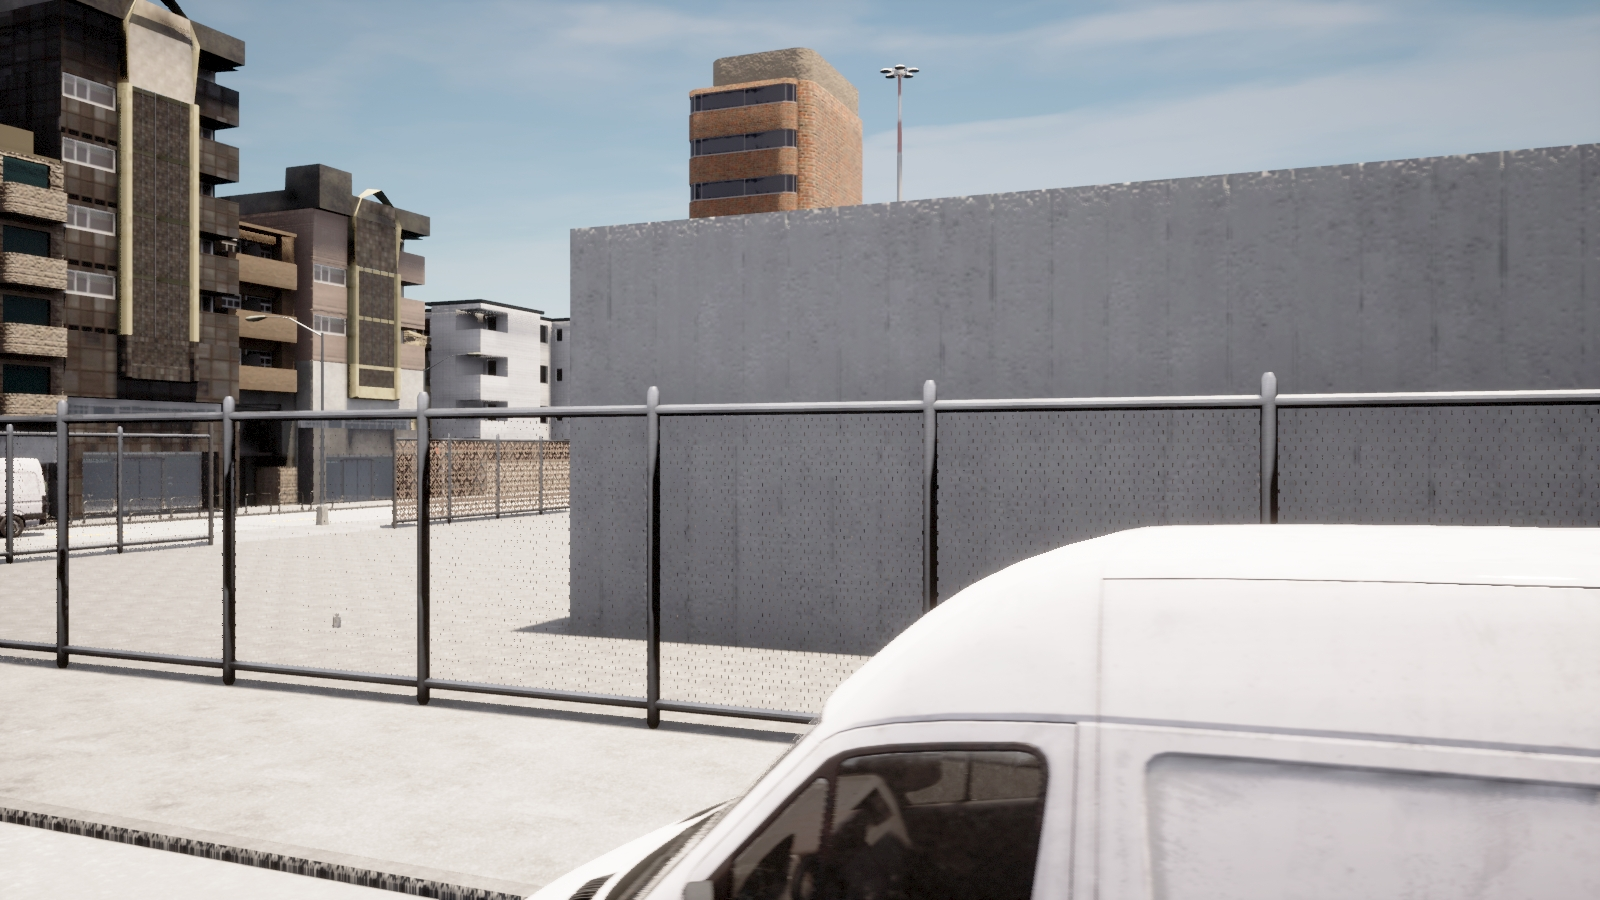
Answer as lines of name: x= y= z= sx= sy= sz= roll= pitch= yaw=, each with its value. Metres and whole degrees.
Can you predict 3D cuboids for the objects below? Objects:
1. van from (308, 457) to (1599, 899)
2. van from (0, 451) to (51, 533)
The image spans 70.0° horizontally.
van: x=1.567 y=1.314 z=3.429 sx=5.915 sy=2.561 sz=1.988 roll=0 pitch=0 yaw=22
van: x=-26.517 y=1.314 z=35.024 sx=1.988 sy=2.561 sz=5.915 roll=0 pitch=0 yaw=21
